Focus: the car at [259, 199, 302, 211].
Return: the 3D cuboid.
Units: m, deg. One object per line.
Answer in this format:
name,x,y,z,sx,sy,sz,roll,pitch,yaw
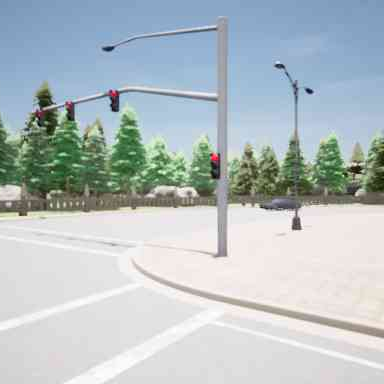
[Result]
car,10.549,1.499,39.446,5.357,1.411,2.033,0,0,-26
